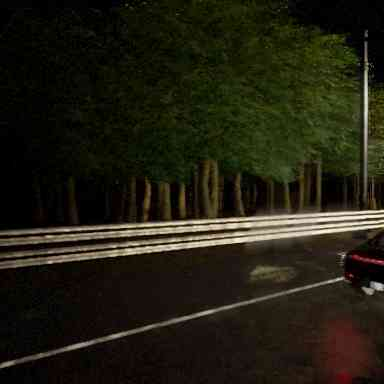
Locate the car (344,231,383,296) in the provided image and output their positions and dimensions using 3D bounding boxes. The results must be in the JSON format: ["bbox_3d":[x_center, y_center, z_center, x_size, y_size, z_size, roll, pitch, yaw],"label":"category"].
[{"bbox_3d":[5.415,1.526,7.457,4.902,1.511,2.128,0,0,-34],"label":"car"}]
